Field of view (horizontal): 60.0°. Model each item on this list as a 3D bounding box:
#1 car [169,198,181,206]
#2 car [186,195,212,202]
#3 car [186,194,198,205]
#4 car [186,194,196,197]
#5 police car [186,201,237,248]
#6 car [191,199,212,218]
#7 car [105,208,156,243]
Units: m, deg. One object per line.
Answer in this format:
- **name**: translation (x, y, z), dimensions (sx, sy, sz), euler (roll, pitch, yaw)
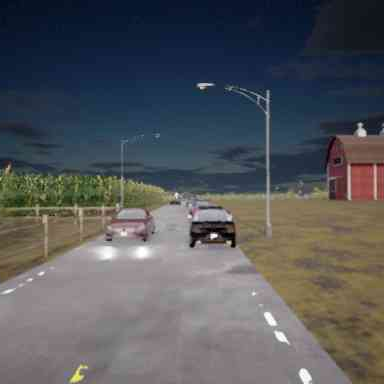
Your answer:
- **car**: translation (-2.821, 1.685, 56.954), dimensions (1.895, 1.301, 4.718), euler (0, -1, 1)
- **car**: translation (0.818, 1.336, 24.809), dimensions (2.097, 1.767, 4.553), euler (0, 0, 0)
- **car**: translation (-0.016, 1.418, 66.431), dimensions (2.150, 2.045, 5.566), euler (0, -1, 0)
- **car**: translation (-0.012, 1.533, 51.452), dimensions (2.128, 1.511, 4.902), euler (0, 0, 0)
- **police car**: translation (0.821, 1.411, 14.947), dimensions (1.930, 1.638, 5.238), euler (0, 0, 0)
- **car**: translation (0.817, 1.491, 30.841), dimensions (1.837, 1.490, 4.892), euler (0, 0, 0)
- **car**: translation (-2.853, 1.512, 16.277), dimensions (1.812, 1.442, 4.674), euler (0, 0, 0)
